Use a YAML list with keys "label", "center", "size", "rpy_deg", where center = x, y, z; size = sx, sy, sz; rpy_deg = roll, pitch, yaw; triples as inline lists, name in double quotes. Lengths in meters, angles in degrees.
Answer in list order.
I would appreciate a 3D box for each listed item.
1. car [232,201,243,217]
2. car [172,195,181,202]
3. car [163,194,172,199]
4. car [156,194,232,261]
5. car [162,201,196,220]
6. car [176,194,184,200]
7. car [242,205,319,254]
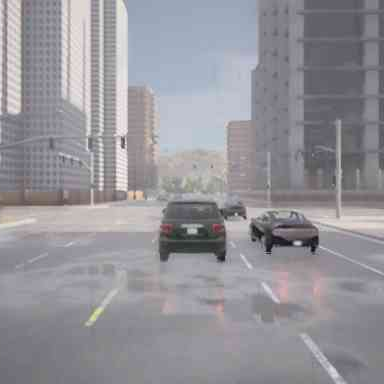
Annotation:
- label: "car"
  center: [3.494, 1.498, 28.552]
  size: [1.837, 1.490, 4.892]
  rpy_deg: [0, 0, 0]
- label: "car"
  center: [-3.392, 1.480, 74.678]
  size: [1.837, 1.490, 4.892]
  rpy_deg: [0, 0, 1]
- label: "car"
  center: [-6.646, 1.237, 90.397]
  size: [1.837, 1.490, 4.892]
  rpy_deg: [0, 0, 1]
- label: "car"
  center: [0.028, 1.220, 12.370]
  size: [2.150, 2.045, 5.566]
  rpy_deg: [0, 0, 0]
- label: "car"
  center: [-1.194, 1.557, 28.776]
  size: [1.994, 1.385, 4.181]
  rpy_deg: [0, 0, -15]
- label: "car"
  center: [-3.146, 1.237, 90.342]
  size: [1.837, 1.490, 4.892]
  rpy_deg: [0, 0, 1]
- label: "car"
  center: [3.540, 1.488, 13.491]
  size: [2.128, 1.511, 4.902]
  rpy_deg: [0, 0, 1]
